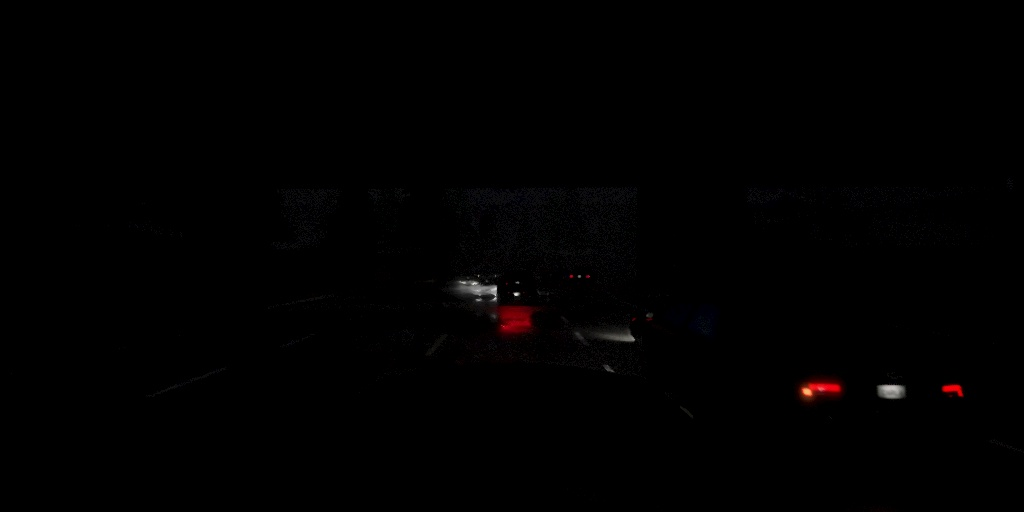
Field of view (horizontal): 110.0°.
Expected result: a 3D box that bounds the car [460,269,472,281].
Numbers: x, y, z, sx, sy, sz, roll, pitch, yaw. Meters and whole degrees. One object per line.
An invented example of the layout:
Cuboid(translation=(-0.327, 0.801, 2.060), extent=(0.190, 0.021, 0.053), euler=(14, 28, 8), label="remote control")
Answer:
Cuboid(translation=(-3.137, 1.674, 35.788), extent=(2.033, 1.411, 5.357), euler=(0, -1, 21), label="car")

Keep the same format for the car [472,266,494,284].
Cuboid(translation=(-1.351, 1.663, 30.018), extent=(1.895, 1.301, 4.718), euler=(0, -1, 16), label="car")

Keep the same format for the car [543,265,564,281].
Cuboid(translation=(4.507, 1.594, 34.915), extent=(1.882, 1.535, 5.008), euler=(-1, -1, 23), label="car")

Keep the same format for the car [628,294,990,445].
Cuboid(translation=(3.578, 1.343, 5.869), extent=(2.033, 1.411, 5.357), euler=(0, -1, 1), label="car")

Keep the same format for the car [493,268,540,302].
Cuboid(translation=(0.338, 1.437, 18.205), extent=(1.837, 1.490, 4.892), euler=(0, 0, 3), label="car")

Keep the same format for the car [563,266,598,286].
Cuboid(translation=(5.766, 1.596, 28.789), extent=(2.033, 1.411, 5.357), euler=(0, -1, 18), label="car")
